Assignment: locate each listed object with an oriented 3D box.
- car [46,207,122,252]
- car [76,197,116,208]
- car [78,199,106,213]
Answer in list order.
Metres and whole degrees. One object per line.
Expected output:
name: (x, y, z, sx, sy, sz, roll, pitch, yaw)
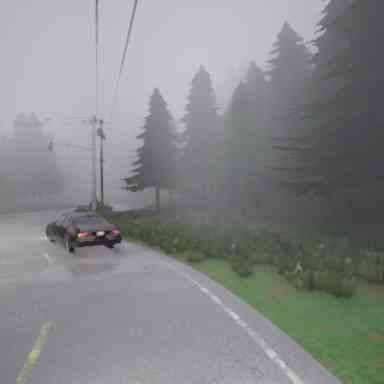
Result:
car: (-4.760, 1.572, 14.185, 2.033, 1.411, 5.357, -1, 0, -35)
car: (-9.225, 1.541, 31.464, 1.812, 1.442, 4.674, -1, 0, 16)
car: (-11.653, 1.592, 39.025, 1.994, 1.385, 4.181, 0, 0, 2)
